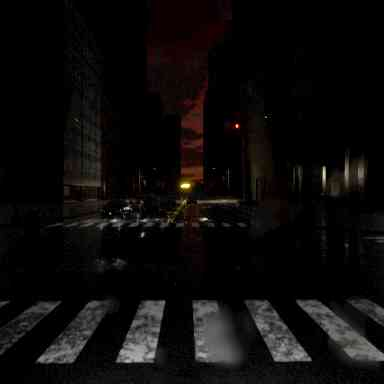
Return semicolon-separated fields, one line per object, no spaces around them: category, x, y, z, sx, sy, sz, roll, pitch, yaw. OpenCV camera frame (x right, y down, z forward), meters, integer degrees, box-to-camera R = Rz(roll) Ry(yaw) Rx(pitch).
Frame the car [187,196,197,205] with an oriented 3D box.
car;-0.022;1.542;60.535;2.033;1.411;5.357;0;0;0

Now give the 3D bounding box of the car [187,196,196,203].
car;-0.077;1.553;70.862;1.994;1.385;4.181;0;0;0

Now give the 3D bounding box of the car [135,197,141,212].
car;-6.667;1.596;38.780;1.895;1.301;4.718;0;0;0

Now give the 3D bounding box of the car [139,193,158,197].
car;-6.677;1.216;48.690;2.150;2.045;5.566;0;0;0

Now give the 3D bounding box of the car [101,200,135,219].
car;-6.665;1.500;29.516;1.837;1.490;4.892;0;0;0

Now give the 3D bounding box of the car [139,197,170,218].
car;-3.399;1.473;30.810;1.882;1.535;5.008;0;0;0

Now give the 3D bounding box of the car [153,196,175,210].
car;-3.423;1.520;40.090;1.812;1.442;4.674;0;0;0
